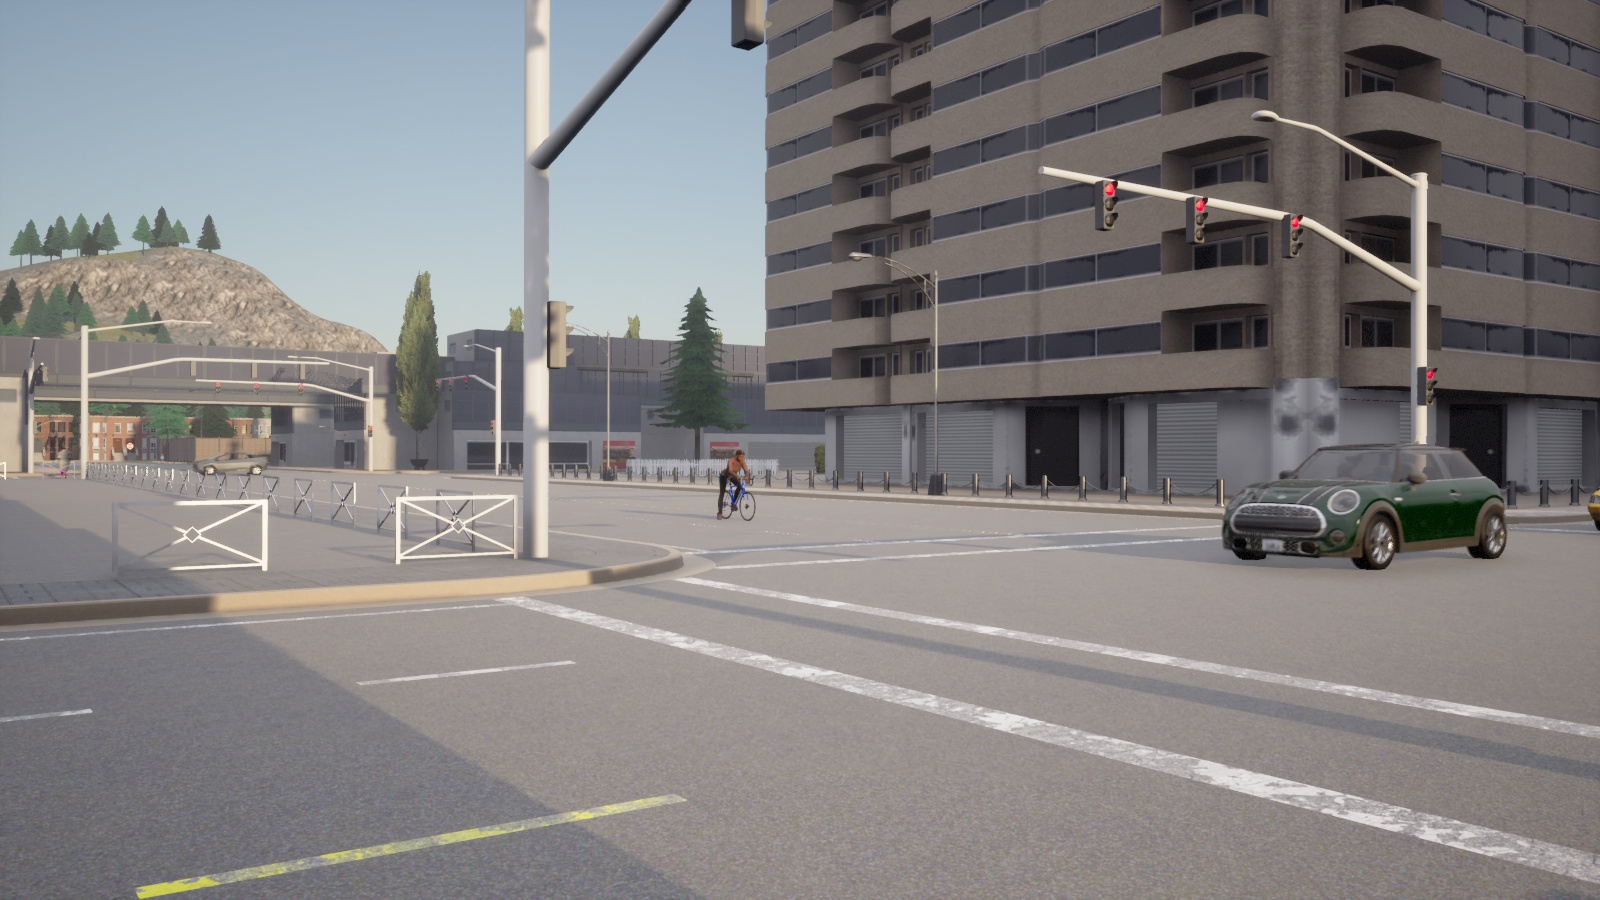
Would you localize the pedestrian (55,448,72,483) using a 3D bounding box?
[{"bbox_3d":[-40.528,0.841,69.077,0.659,1.952,0.873,0,0,-41],"label":"pedestrian"}]

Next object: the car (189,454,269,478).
[{"bbox_3d":[-37.423,1.028,82.318,4.514,1.525,2.007,0,0,-35],"label":"car"}]

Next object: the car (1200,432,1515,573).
[{"bbox_3d":[8.014,0.658,17.919,4.553,1.767,2.097,0,0,-36],"label":"car"}]

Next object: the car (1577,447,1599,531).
[{"bbox_3d":[17.486,0.715,24.700,5.366,1.575,1.801,0,0,-35],"label":"car"}]

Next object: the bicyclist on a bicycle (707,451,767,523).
[{"bbox_3d":[-1.467,0.827,28.998,0.582,1.620,1.656,0,0,-35],"label":"bicyclist on a bicycle"}]
